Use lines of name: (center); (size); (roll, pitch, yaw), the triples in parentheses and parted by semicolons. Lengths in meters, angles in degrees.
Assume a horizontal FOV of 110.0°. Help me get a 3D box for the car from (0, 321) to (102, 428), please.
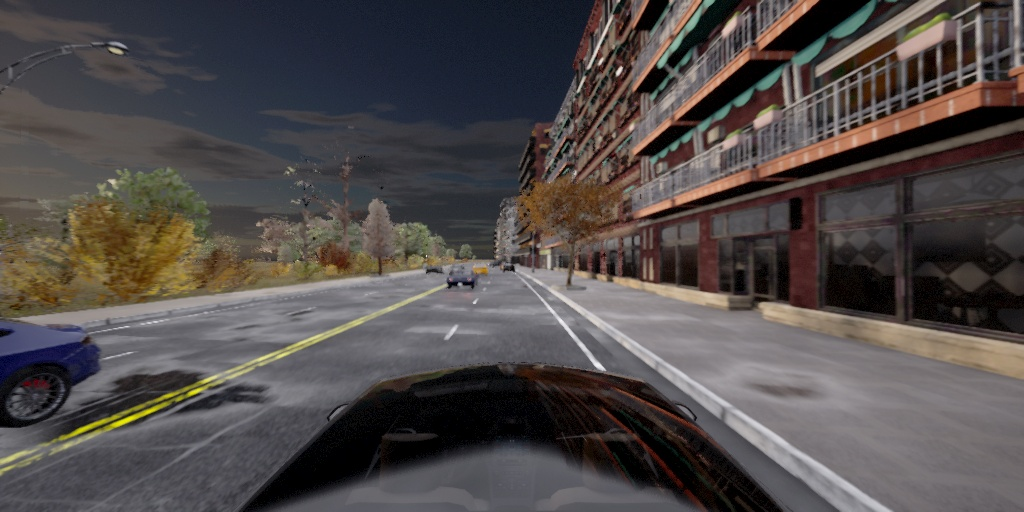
car: (-6.609, 1.293, 3.032); (1.812, 1.442, 4.674); (0, 0, 0)

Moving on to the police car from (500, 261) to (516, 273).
police car: (-0.483, 1.837, 58.327); (1.930, 1.638, 5.238); (0, -1, -3)

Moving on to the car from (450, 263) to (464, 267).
car: (-7.682, 1.814, 50.737); (2.128, 1.511, 4.902); (0, -1, -2)

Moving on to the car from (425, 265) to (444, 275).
car: (-10.927, 1.924, 50.652); (1.895, 1.301, 4.718); (0, -1, -2)

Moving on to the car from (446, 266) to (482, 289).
car: (-3.455, 1.623, 25.958); (1.895, 1.301, 4.718); (0, -1, -1)

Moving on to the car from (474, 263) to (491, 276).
car: (-4.083, 1.744, 46.375); (1.882, 1.535, 5.008); (0, 0, -2)
